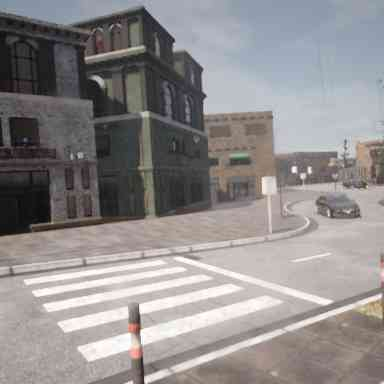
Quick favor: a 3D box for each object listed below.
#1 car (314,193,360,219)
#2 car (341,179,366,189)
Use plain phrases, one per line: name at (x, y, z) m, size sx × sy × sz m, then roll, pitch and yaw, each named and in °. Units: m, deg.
car at (9.795, 0.879, 22.799) m, size 1.837 × 1.490 × 4.892 m, roll -4°, pitch 2°, yaw 6°
car at (25.337, -1.294, 52.322) m, size 2.128 × 1.511 × 4.902 m, roll -4°, pitch 2°, yaw -4°
